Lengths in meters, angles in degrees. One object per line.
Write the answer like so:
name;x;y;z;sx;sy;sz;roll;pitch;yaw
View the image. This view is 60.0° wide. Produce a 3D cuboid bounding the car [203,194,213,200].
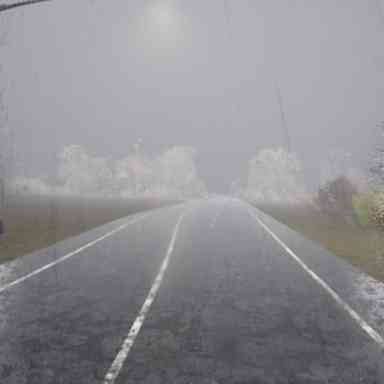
car;4.239;1.654;94.834;2.033;1.411;5.357;0;0;6
